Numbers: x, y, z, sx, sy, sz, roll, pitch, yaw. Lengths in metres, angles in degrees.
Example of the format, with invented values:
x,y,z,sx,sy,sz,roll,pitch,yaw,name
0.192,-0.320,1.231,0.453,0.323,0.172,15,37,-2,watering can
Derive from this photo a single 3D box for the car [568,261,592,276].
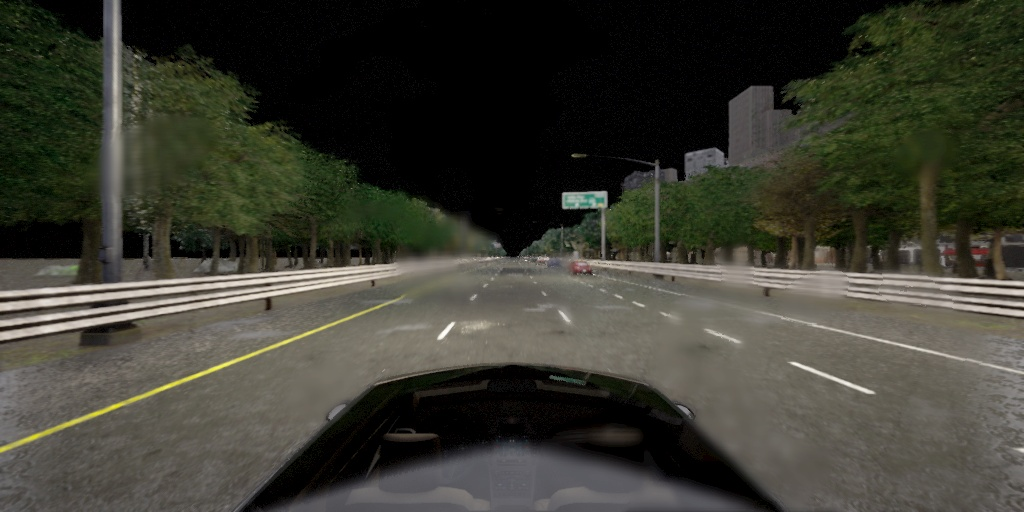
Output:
x,y,z,sx,sy,sz,roll,pitch,yaw,name
7.048,1.272,37.183,1.812,1.442,4.674,0,0,0,car

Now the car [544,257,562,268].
x,y,z,sx,sy,sz,roll,pitch,yaw,name
7.131,1.075,60.162,2.097,1.767,4.553,0,0,0,car
